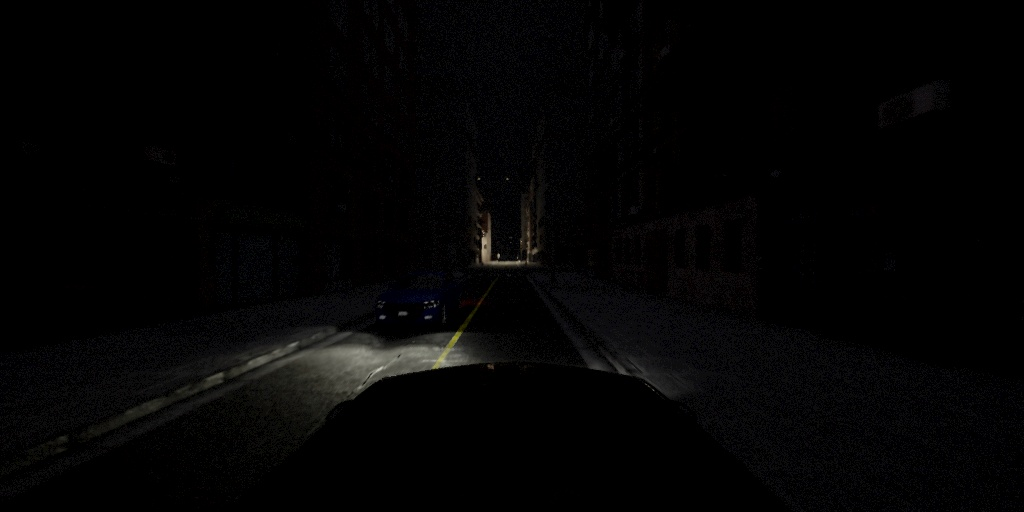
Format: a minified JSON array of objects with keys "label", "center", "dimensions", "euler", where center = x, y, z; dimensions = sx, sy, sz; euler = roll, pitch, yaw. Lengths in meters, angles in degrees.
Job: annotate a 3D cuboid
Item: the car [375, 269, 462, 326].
[{"label":"car","center":[-2.850,1.235,11.864],"dimensions":[1.882,1.535,5.008],"euler":[0,0,0]}]
